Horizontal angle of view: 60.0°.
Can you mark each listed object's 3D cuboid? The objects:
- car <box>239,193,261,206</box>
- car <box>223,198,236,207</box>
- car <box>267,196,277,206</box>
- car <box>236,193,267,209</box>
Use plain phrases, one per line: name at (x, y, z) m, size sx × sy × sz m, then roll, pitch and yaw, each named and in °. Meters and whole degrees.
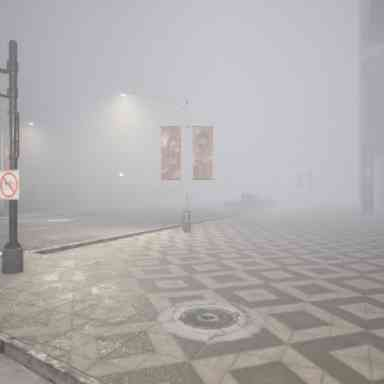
car at (9.886, 1.182, 56.572) m, size 2.150 × 2.045 × 5.566 m, roll 0°, pitch 0°, yaw 26°
car at (6.222, 1.570, 49.009) m, size 1.895 × 1.301 × 4.718 m, roll 0°, pitch 0°, yaw 27°
car at (12.793, 1.448, 55.117) m, size 2.128 × 1.511 × 4.902 m, roll 0°, pitch 0°, yaw 26°
car at (8.272, 1.188, 45.791) m, size 2.150 × 2.045 × 5.566 m, roll 0°, pitch 0°, yaw 27°
